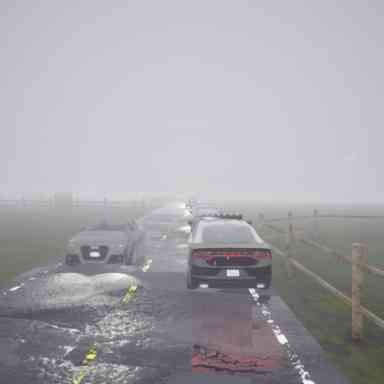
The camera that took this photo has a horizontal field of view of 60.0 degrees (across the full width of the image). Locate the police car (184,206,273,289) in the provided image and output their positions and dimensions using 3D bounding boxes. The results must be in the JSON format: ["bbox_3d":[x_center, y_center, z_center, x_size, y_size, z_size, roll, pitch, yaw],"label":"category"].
[{"bbox_3d":[0.826,1.424,9.277,1.930,1.638,5.238,0,0,0],"label":"police car"}]

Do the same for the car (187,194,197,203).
[{"bbox_3d":[0.016,1.337,66.887,2.097,1.767,4.553,0,0,0],"label":"car"}]

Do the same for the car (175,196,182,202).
[{"bbox_3d":[-2.733,1.528,74.948,2.033,1.411,5.357,0,0,0],"label":"car"}]

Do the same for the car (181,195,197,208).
[{"bbox_3d":[0.038,1.541,45.719,2.033,1.411,5.357,0,0,1],"label":"car"}]

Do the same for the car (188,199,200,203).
[{"bbox_3d":[0.830,1.523,25.167,1.812,1.442,4.674,0,0,0],"label":"car"}]

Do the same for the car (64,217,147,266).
[{"bbox_3d":[-2.747,1.563,11.370,1.994,1.385,4.181,0,0,0],"label":"car"}]

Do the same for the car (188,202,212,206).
[{"bbox_3d":[0.828,1.524,19.167,1.812,1.442,4.674,0,0,0],"label":"car"}]
